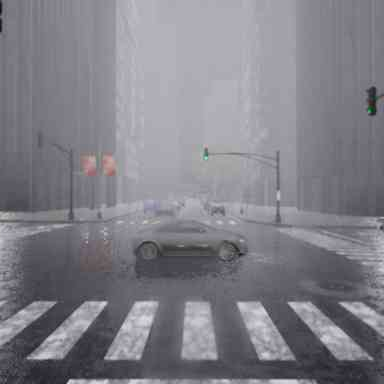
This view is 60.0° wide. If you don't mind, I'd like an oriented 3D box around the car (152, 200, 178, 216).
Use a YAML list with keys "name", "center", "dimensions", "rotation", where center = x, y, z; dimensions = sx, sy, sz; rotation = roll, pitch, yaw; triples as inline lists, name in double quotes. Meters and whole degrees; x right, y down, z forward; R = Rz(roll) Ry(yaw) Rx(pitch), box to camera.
- name: "car"
  center: [-2.909, 1.934, 36.739]
  dimensions: [1.882, 1.535, 5.008]
  rotation: [0, -1, 1]

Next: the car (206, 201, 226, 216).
- name: "car"
  center: [2.967, 2.034, 38.883]
  dimensions: [2.008, 1.369, 4.403]
  rotation: [0, -1, 1]

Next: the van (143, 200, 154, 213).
- name: "van"
  center: [-5.505, 1.894, 44.476]
  dimensions: [1.690, 1.788, 3.998]
  rotation: [0, -1, 1]

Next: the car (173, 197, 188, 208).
- name: "car"
  center: [-2.533, 2.066, 67.071]
  dimensions: [2.150, 2.045, 5.566]
  rotation: [0, 0, 1]

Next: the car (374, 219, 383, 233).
- name: "car"
  center: [14.749, 2.069, 22.108]
  dimensions: [4.902, 1.511, 2.128]
  rotation: [1, -1, -3]

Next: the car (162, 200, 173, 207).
- name: "car"
  center: [-5.245, 2.444, 72.033]
  dimensions: [1.887, 1.381, 4.507]
  rotation: [0, -1, 1]

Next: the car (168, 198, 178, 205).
- name: "car"
  center: [-5.088, 2.424, 88.572]
  dimensions: [2.192, 1.841, 5.009]
  rotation: [0, -1, 1]

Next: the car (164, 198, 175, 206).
- name: "car"
  center: [-5.192, 2.284, 77.548]
  dimensions: [2.192, 1.841, 5.009]
  rotation: [0, -1, 1]

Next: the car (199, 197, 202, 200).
- name: "car"
  center: [3.332, 2.408, 77.471]
  dimensions: [1.967, 1.590, 4.097]
  rotation: [0, -1, 1]

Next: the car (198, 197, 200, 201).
- name: "car"
  center: [3.489, 2.618, 94.008]
  dimensions: [1.967, 1.590, 4.097]
  rotation: [0, -1, 1]

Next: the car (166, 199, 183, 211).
- name: "car"
  center: [-2.760, 2.166, 51.417]
  dimensions: [1.812, 1.442, 4.674]
  rotation: [0, -1, 2]

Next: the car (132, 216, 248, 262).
- name: "car"
  center: [-0.070, 1.724, 12.274]
  dimensions: [4.181, 1.385, 1.994]
  rotation: [0, -1, 0]

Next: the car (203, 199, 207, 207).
- name: "car"
  center: [3.072, 2.172, 49.907]
  dimensions: [2.008, 1.369, 4.403]
  rotation: [0, -1, 1]

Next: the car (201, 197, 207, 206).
- name: "car"
  center: [3.124, 2.005, 55.422]
  dimensions: [2.192, 1.841, 5.009]
  rotation: [0, -1, 1]

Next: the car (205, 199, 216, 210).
- name: "car"
  center: [3.021, 2.079, 44.565]
  dimensions: [1.752, 1.417, 4.829]
  rotation: [0, -1, 1]
